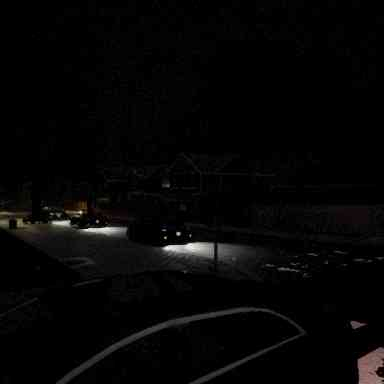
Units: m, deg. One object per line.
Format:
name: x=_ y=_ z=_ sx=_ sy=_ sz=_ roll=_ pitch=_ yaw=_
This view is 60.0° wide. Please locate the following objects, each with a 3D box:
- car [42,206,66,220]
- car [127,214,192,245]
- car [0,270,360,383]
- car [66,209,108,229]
car: x=-15.145 y=2.253 z=36.311 sx=2.128 sy=1.511 sz=4.902 roll=0 pitch=-1 yaw=-35
car: x=-1.819 y=1.882 z=17.672 sx=1.994 sy=1.385 sz=4.181 roll=0 pitch=-1 yaw=-36
car: x=-0.684 y=1.491 z=2.467 sx=4.902 sy=1.511 sz=2.128 roll=0 pitch=0 yaw=-36
car: x=-8.336 y=2.106 z=26.757 sx=1.994 sy=1.385 sz=4.181 roll=0 pitch=-1 yaw=-36
